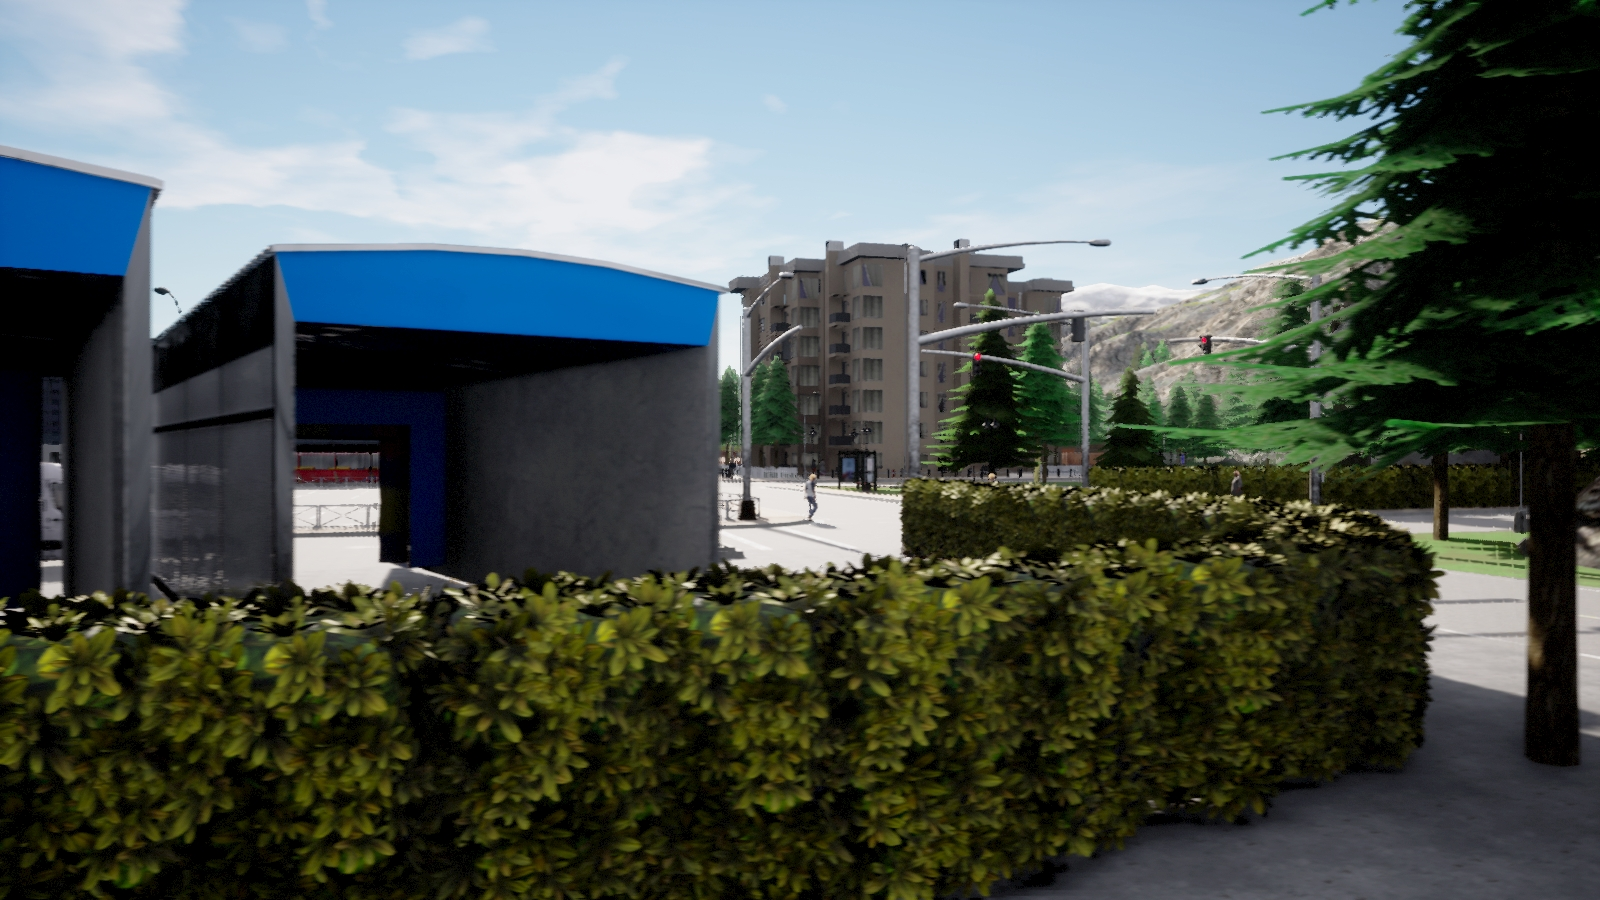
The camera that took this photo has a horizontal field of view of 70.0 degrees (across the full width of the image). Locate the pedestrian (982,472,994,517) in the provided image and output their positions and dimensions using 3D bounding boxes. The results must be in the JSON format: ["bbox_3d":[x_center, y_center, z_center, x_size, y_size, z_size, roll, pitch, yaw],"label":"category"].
[{"bbox_3d":[7.889,1.855,47.892,0.375,1.860,0.375,0,0,-11],"label":"pedestrian"}]

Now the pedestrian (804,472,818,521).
[{"bbox_3d":[0.415,1.781,43.640,0.375,1.860,0.375,0,0,-32],"label":"pedestrian"}]

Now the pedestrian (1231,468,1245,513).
[{"bbox_3d":[18.291,1.703,47.713,0.375,1.860,0.375,0,0,-9],"label":"pedestrian"}]

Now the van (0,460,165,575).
[{"bbox_3d":[-18.300,1.536,26.780,5.915,2.561,1.988,0,0,-31],"label":"van"}]
